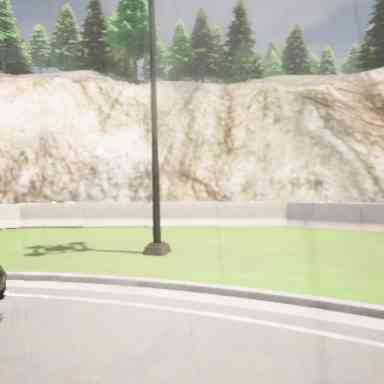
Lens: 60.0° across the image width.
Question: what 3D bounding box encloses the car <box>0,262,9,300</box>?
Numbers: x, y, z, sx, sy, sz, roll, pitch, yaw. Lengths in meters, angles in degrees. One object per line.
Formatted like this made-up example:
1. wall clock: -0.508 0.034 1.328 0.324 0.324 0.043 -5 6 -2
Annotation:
1. car: -5.434 1.443 5.157 4.902 1.511 2.128 -1 1 8
